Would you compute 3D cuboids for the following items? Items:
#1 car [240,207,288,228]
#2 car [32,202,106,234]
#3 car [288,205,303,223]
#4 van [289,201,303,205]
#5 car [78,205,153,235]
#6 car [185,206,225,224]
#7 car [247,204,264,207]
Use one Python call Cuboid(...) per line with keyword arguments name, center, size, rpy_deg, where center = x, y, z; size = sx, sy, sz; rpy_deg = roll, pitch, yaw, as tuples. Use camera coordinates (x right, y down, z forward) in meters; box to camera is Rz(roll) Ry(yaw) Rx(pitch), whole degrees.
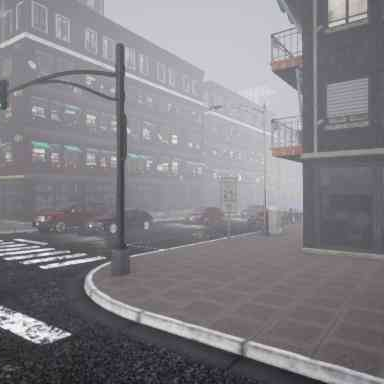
Cuboid(name="car", center=(5.758, 2.048, 26.174), size=(1.802, 1.307, 4.206), rpy_deg=(-2, -2, 35))
Cuboid(name="car", center=(-7.647, 1.603, 21.641), size=(2.192, 1.841, 5.009), rpy_deg=(-1, -2, 35))
Cuboid(name="car", center=(9.030, 2.120, 30.824), size=(2.008, 1.369, 4.403), rpy_deg=(-2, -2, 35))
Cuboid(name="van", center=(18.527, 2.463, 58.822), size=(1.690, 1.788, 3.998), rpy_deg=(-2, -2, 35))
Cuboid(name="car", center=(-4.561, 1.814, 21.500), size=(1.837, 1.490, 4.892), rpy_deg=(0, -1, 35))
Cuboid(name="car", center=(1.294, 2.020, 29.803), size=(1.812, 1.442, 4.674), rpy_deg=(0, -1, 35))
Cuboid(name="car", center=(7.270, 2.189, 38.280), size=(1.837, 1.490, 4.892), rpy_deg=(0, -1, 36))
